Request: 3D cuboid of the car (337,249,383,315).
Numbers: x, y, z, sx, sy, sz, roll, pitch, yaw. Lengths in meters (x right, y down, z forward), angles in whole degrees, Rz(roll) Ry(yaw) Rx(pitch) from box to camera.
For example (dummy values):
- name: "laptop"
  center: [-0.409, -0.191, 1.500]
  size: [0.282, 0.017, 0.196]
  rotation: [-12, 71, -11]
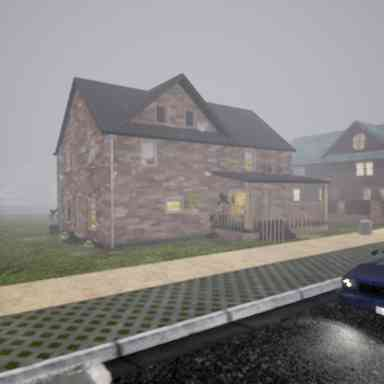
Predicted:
- name: "car"
  center: [5.212, 1.476, 6.778]
  size: [5.357, 1.411, 2.033]
  rotation: [-1, 0, -35]
